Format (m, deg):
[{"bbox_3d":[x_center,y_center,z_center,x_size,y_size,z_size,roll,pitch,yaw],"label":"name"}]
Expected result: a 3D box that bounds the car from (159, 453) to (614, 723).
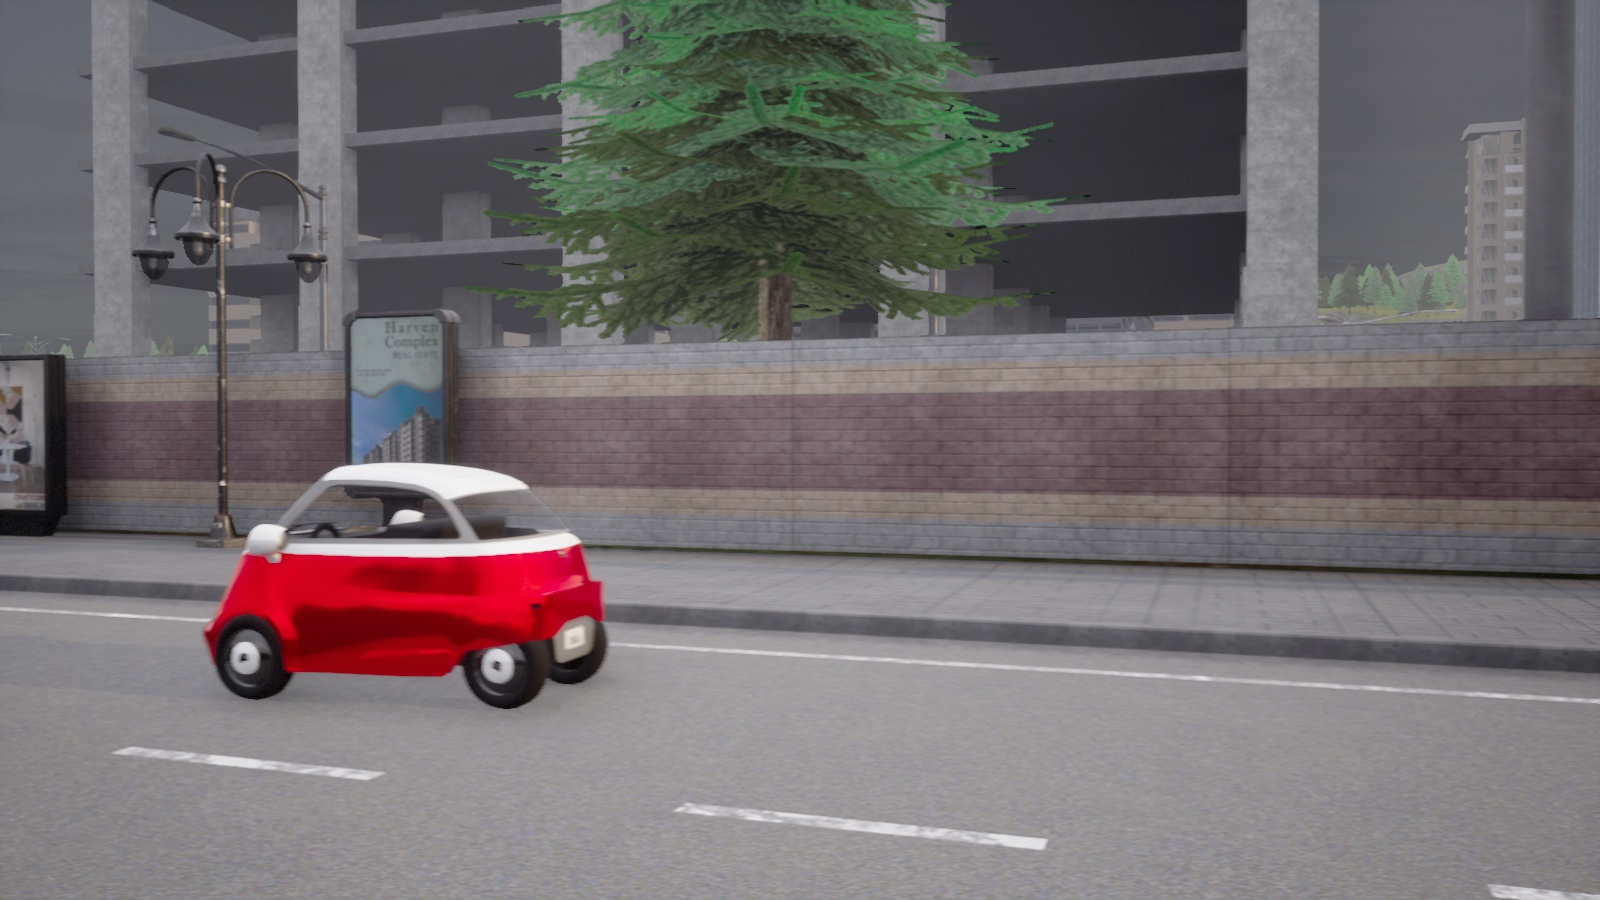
[{"bbox_3d":[-2.484,0.739,7.734,2.207,1.376,1.481,1,1,18],"label":"car"}]
